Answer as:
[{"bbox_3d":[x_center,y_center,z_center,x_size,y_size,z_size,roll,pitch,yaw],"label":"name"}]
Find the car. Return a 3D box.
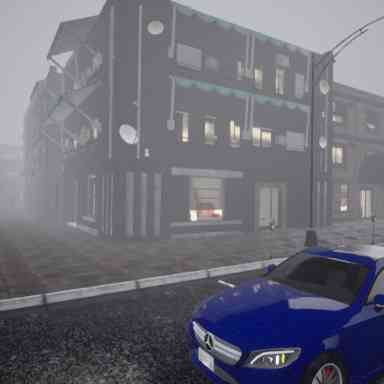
[{"bbox_3d":[2.165,1.527,4.716,4.674,1.442,1.812,0,0,-30],"label":"car"}]
